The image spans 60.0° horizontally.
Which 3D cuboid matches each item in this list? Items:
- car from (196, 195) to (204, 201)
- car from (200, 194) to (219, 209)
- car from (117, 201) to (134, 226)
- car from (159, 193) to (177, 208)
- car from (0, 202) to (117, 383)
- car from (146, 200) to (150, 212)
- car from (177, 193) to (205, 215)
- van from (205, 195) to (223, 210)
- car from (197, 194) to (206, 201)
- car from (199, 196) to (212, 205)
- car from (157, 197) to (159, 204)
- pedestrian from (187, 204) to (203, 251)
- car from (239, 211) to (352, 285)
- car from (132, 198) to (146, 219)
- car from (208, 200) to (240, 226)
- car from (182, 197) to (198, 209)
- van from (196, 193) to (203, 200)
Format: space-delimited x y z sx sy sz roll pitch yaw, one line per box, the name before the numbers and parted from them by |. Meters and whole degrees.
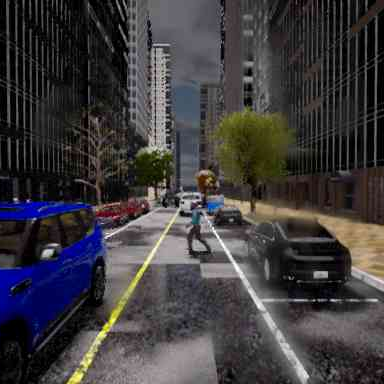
car | 2.134 1.460 85.181 1.887 1.381 4.507 -1 0 0
car | 2.326 1.265 45.640 2.192 1.841 5.009 -1 0 0
car | -5.438 1.555 22.977 1.802 1.307 4.206 -1 0 0
car | -3.076 1.168 48.471 2.150 2.045 5.566 0 0 0
car | -2.874 1.215 4.987 2.150 2.045 5.566 0 0 0
car | -5.496 1.401 34.274 1.967 1.590 4.097 -1 0 0
car | -0.088 1.180 33.550 2.150 2.045 5.566 0 0 0
van | 2.382 1.302 34.343 1.690 1.788 3.998 -1 0 0
car | 2.161 1.360 79.533 1.967 1.590 4.097 -1 0 0
car | 2.274 1.485 56.938 1.887 1.381 4.507 -1 0 0
car | -5.634 1.485 62.516 2.008 1.369 4.403 -1 0 0
pedestrian | 0.118 1.278 12.355 0.375 1.860 0.375 -1 1 0
car | 2.704 1.494 9.434 1.837 1.490 4.892 0 0 0
car | -5.469 1.511 28.626 1.887 1.381 4.507 -1 0 0
car | 2.441 1.523 23.046 2.008 1.369 4.403 -1 0 0
car | -0.201 1.498 45.287 2.033 1.411 5.357 0 0 0
van | 2.103 1.252 90.830 1.690 1.788 3.998 -1 0 0
